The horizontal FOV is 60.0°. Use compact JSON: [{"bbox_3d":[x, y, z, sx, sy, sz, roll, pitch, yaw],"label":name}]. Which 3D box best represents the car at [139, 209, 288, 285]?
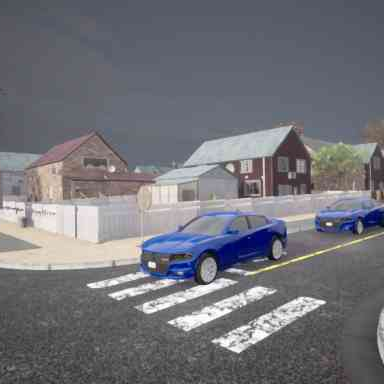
[{"bbox_3d":[0.811,1.297,9.300,1.882,1.535,5.008,-1,1,44],"label":"car"}]

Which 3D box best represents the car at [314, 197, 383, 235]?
[{"bbox_3d":[7.743,1.043,15.978,5.008,1.535,1.882,-2,0,-42],"label":"car"}]
